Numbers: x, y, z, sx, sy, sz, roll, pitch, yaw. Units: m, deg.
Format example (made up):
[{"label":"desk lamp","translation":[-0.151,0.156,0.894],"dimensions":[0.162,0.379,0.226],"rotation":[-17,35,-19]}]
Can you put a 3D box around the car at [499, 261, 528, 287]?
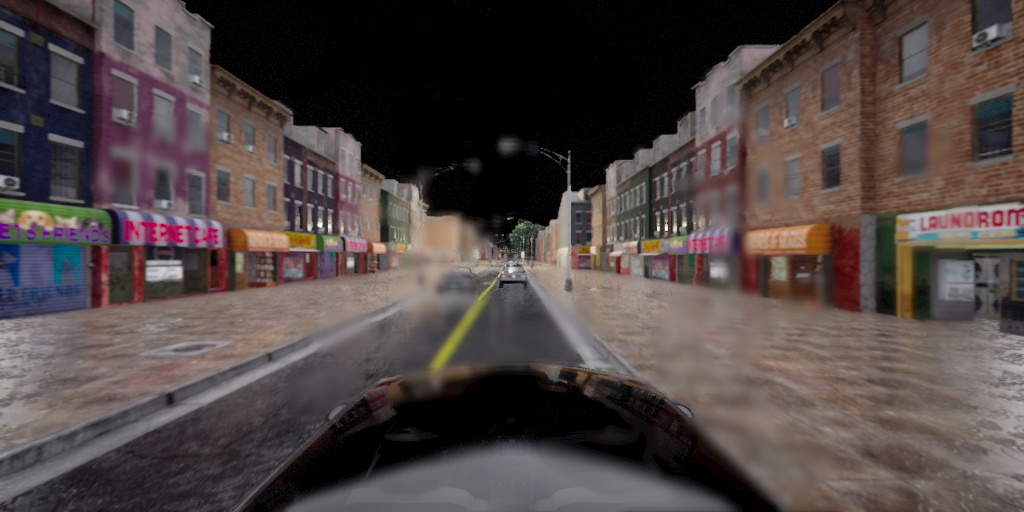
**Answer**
[{"label":"car","translation":[0.103,1.304,24.289],"dimensions":[2.033,1.411,5.357],"rotation":[0,0,0]}]

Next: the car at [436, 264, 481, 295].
[{"label":"car","translation":[-2.820,1.319,19.520],"dimensions":[1.994,1.385,4.181],"rotation":[0,0,0]}]
